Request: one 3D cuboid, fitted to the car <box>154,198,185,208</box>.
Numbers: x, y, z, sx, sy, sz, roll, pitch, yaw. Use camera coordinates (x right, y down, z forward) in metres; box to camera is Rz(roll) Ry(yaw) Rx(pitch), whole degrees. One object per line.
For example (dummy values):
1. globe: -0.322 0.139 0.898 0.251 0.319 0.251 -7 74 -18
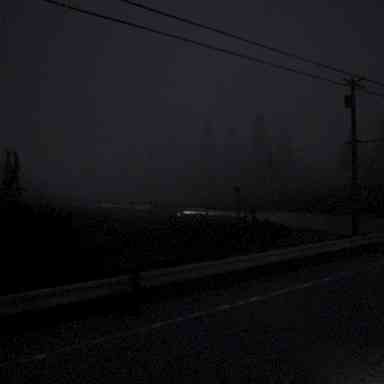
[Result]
1. car: -2.389 1.381 34.826 1.994 1.385 4.181 -3 2 -37
